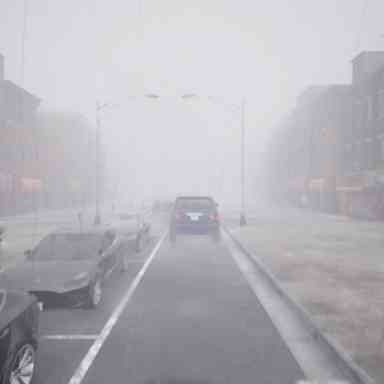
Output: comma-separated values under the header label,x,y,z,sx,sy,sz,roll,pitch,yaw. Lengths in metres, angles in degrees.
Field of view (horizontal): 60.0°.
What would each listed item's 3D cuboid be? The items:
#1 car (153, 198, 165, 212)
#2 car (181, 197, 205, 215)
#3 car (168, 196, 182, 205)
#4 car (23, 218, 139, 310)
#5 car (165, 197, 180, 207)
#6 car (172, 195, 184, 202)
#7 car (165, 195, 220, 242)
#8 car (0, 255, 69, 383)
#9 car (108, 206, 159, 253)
label,x,y,z,sx,sy,sz,roll,pitch,yaw
car,-2.724,1.291,32.504,1.882,1.535,5.008,0,0,0
car,0.124,1.306,32.346,2.128,1.511,4.902,0,0,0
car,-2.598,1.271,51.318,1.947,1.339,4.313,0,0,0
car,-2.633,1.521,7.702,1.947,1.339,4.313,0,0,0
car,-2.603,1.318,45.866,1.802,1.307,4.206,0,0,0
car,-2.590,1.208,62.222,1.947,1.339,4.313,0,0,0
car,0.111,1.129,15.950,2.150,2.045,5.566,0,0,0
car,-2.638,1.552,2.250,1.947,1.339,4.313,0,0,0
car,-2.629,1.475,13.154,2.008,1.369,4.403,0,0,0
